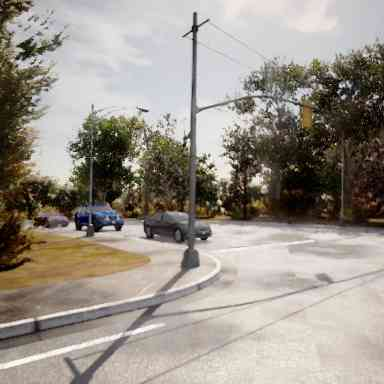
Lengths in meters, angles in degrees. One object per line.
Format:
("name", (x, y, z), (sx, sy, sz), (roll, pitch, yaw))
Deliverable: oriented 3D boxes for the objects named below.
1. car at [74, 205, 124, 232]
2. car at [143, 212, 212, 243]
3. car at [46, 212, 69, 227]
("car", (-7.620, 2.066, 26.842), (2.150, 2.045, 5.566), (2, -4, -40))
("car", (-0.922, 1.870, 18.435), (1.837, 1.490, 4.892), (2, -3, -39))
("car", (-14.538, 2.820, 34.421), (2.097, 1.767, 4.553), (2, -5, -45))
